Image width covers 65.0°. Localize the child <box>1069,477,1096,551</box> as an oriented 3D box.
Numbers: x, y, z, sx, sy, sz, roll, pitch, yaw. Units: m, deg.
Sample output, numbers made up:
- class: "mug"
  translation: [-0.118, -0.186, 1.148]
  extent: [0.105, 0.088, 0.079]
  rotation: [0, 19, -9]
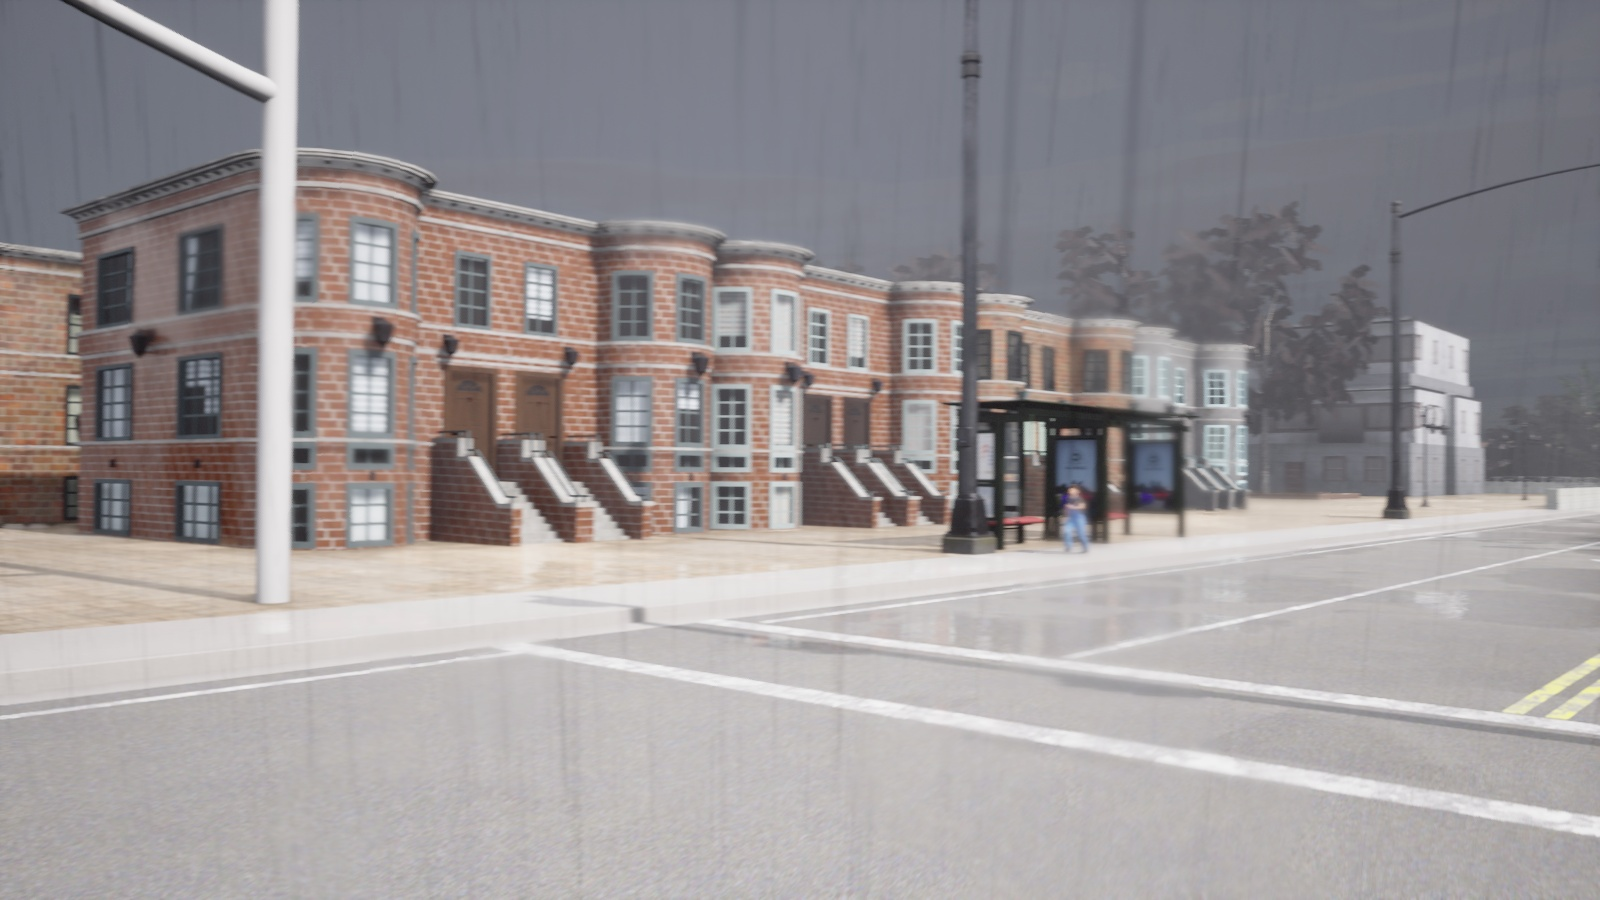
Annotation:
- class: "child"
  translation: [4.884, 1.105, 21.723]
  extent: [0.270, 1.263, 0.437]
  rotation: [-1, -1, 41]
